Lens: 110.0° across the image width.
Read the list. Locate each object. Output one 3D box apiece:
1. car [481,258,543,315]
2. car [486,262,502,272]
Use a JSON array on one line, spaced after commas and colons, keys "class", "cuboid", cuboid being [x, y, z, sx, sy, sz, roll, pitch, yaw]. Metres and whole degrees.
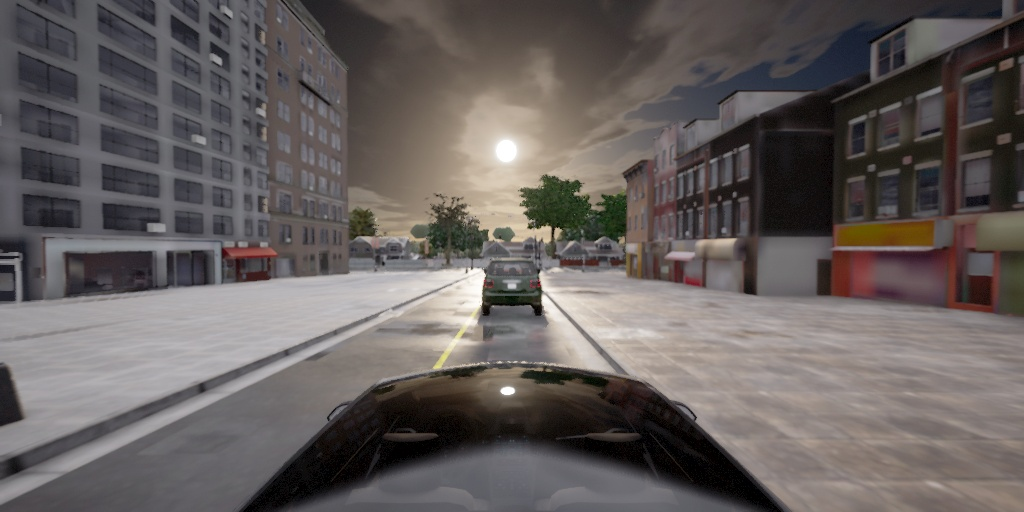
[{"class": "car", "cuboid": [0.010, 1.090, 14.413, 2.150, 2.045, 5.566, 0, 0, 0]}, {"class": "car", "cuboid": [-2.756, 1.696, 55.537, 2.128, 1.511, 4.902, 0, -1, 0]}]
